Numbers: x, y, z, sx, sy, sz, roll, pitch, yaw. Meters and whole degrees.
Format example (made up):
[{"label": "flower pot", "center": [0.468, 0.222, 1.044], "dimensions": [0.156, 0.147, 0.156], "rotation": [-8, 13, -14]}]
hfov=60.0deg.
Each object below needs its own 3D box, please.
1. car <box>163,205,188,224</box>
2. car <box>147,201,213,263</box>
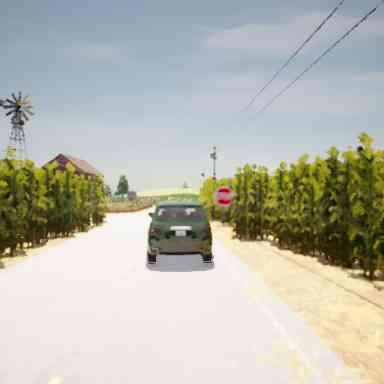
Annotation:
[{"label": "car", "center": [-1.361, 1.849, 28.549], "dimensions": [1.994, 1.385, 4.181], "rotation": [0, 0, -1]}, {"label": "car", "center": [-0.512, 1.352, 12.698], "dimensions": [2.150, 2.045, 5.566], "rotation": [0, 0, -4]}]
